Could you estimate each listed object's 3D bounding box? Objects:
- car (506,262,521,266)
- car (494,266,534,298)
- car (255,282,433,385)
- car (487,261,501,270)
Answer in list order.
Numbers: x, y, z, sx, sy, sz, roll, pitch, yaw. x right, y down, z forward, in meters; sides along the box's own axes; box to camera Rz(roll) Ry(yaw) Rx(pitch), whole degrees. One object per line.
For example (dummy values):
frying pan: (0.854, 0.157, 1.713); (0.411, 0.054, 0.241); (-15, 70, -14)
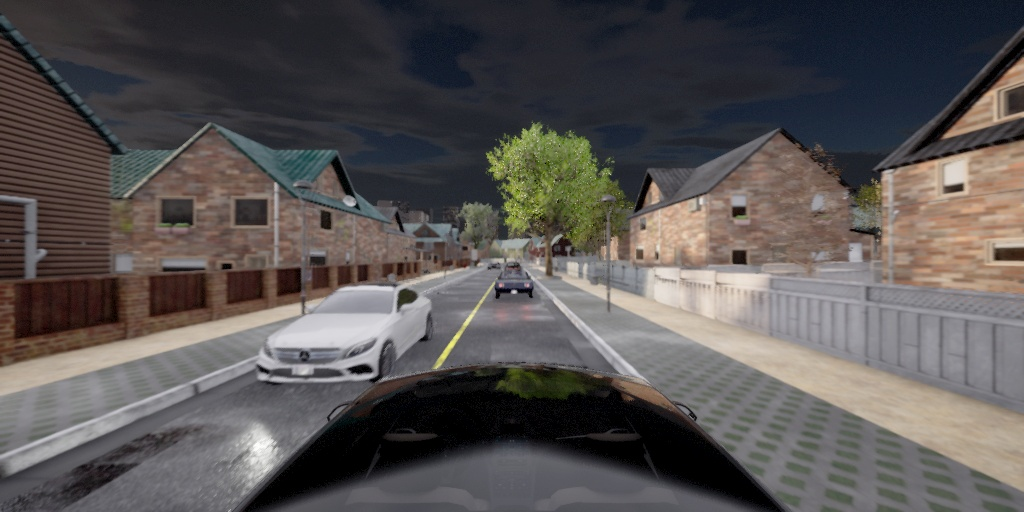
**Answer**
car: (0.114, 1.363, 36.674); (1.837, 1.490, 4.892); (0, 0, 0)
car: (0.107, 1.405, 19.005); (1.895, 1.301, 4.718); (0, 0, 0)
car: (-2.847, 1.293, 7.214); (1.812, 1.442, 4.674); (0, 0, 0)
car: (-2.734, 1.473, 55.816); (1.994, 1.385, 4.181); (0, 0, 0)
